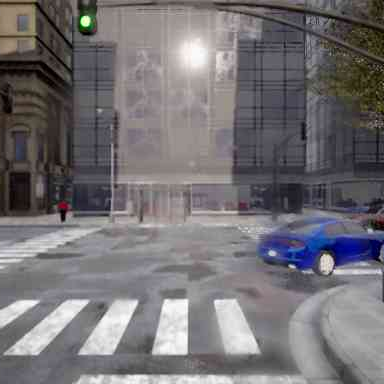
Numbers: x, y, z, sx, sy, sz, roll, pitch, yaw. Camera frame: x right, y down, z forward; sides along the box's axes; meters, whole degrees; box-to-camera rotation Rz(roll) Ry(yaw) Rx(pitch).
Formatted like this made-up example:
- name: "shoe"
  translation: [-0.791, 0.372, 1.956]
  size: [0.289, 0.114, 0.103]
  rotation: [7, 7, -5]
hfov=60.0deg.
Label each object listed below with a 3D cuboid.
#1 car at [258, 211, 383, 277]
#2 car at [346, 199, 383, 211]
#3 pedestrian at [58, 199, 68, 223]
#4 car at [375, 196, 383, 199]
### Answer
- name: "car"
  translation: [4.373, 1.551, 10.547]
  size: [5.008, 1.535, 1.882]
  rotation: [0, -2, -31]
- name: "car"
  translation: [10.335, 1.412, 17.789]
  size: [4.553, 1.767, 2.097]
  rotation: [0, 0, 0]
- name: "pedestrian"
  translation: [-9.722, 1.400, 25.106]
  size: [0.375, 1.860, 0.375]
  rotation: [0, 0, 0]
- name: "car"
  translation: [12.540, 1.280, 21.050]
  size: [5.566, 2.045, 2.150]
  rotation: [0, 0, 0]
